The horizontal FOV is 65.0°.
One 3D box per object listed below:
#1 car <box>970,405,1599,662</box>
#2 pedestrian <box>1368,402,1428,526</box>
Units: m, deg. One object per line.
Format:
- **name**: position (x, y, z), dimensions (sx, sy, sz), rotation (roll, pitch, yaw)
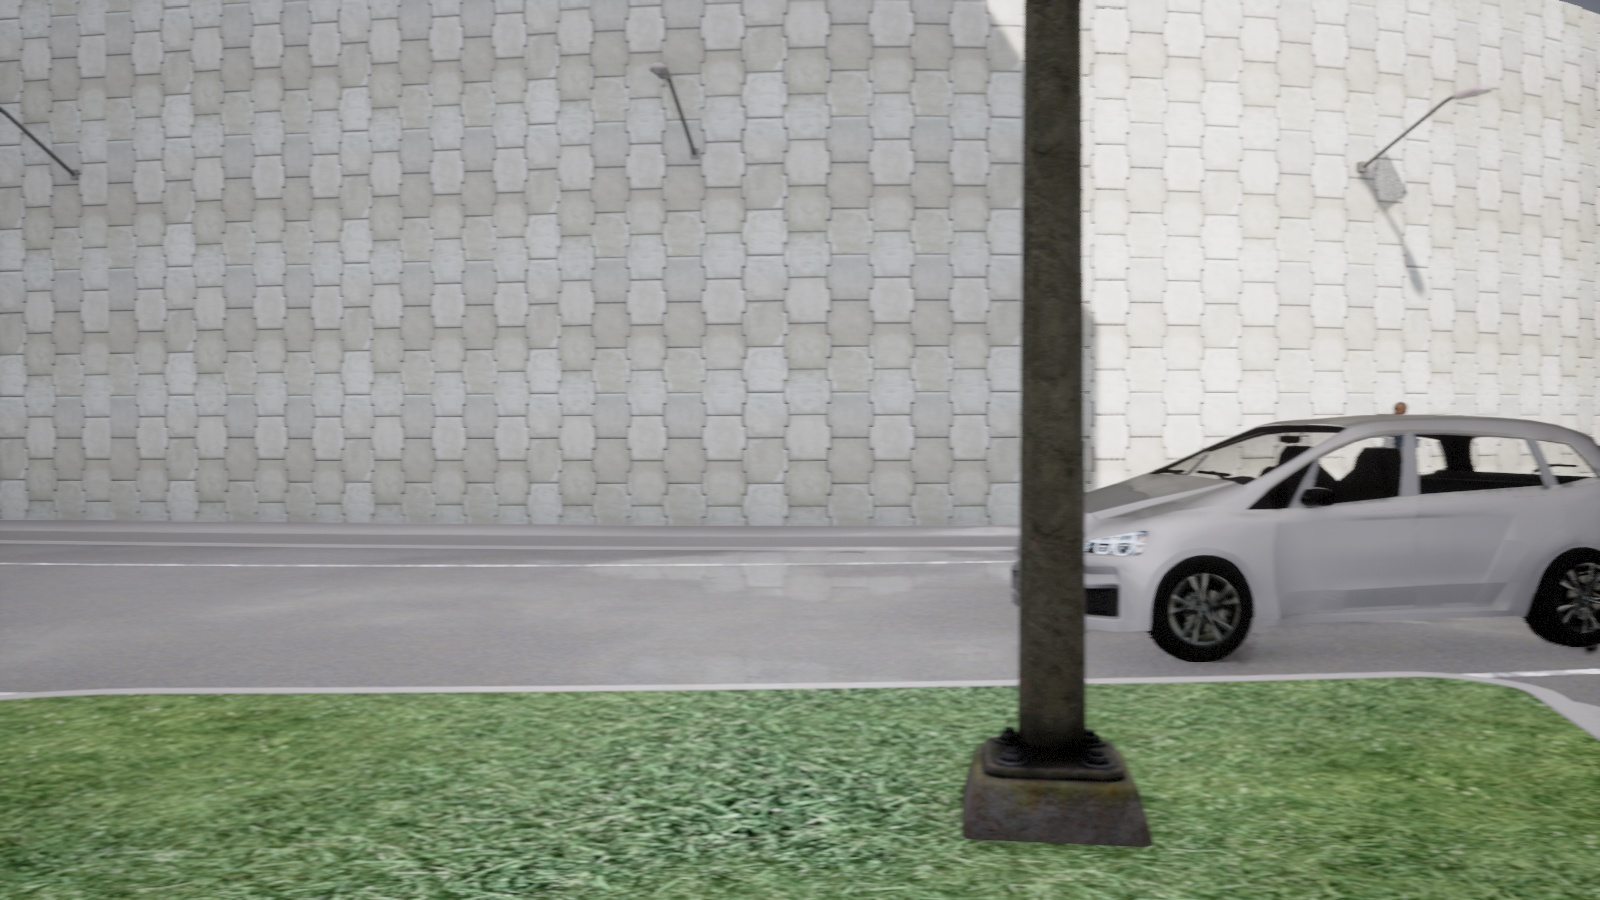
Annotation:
- **car**: position (3.879, 0.524, 9.669), dimensions (4.611, 1.667, 2.242), rotation (0, 1, -11)
- **pedestrian**: position (8.977, 0.204, 18.865), dimensions (0.726, 1.835, 0.370), rotation (0, 1, -15)
